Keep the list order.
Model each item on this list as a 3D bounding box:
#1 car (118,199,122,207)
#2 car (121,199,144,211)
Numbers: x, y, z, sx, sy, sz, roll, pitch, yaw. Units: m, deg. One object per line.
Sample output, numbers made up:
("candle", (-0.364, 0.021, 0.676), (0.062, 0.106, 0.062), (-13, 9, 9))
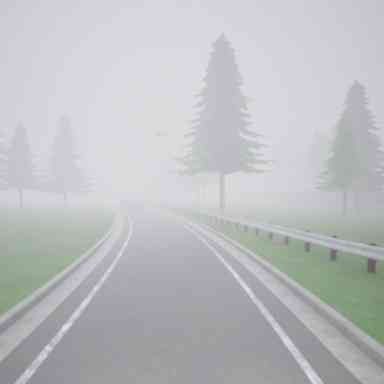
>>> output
("car", (-10.317, 1.661, 51.164), (1.895, 1.301, 4.718), (0, 0, -18))
("car", (-7.296, 1.646, 41.634), (1.895, 1.301, 4.718), (0, 0, -18))
